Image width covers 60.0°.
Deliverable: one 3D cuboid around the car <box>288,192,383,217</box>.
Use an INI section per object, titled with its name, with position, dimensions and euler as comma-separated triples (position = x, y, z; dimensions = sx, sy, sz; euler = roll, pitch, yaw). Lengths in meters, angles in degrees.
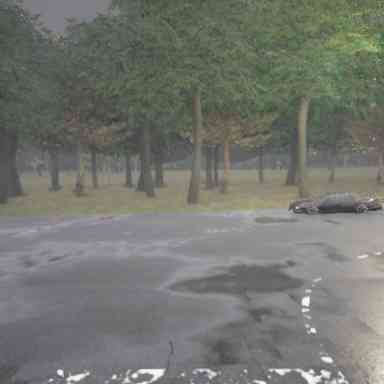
[car]
position = 8.913, 0.733, 20.885
dimensions = 5.357, 1.411, 2.033
euler = -2, 4, 0
